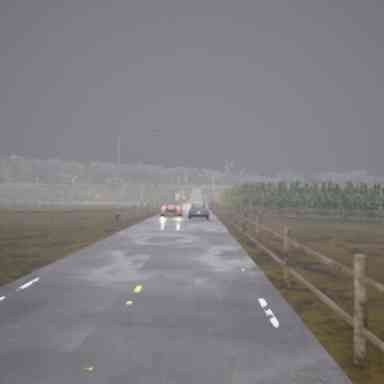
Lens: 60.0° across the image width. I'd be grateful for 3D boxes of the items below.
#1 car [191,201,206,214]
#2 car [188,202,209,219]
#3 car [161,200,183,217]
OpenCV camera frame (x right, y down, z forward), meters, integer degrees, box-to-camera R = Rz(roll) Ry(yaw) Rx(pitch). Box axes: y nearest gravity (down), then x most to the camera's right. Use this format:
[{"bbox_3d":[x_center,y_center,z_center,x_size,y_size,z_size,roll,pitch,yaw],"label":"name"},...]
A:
[{"bbox_3d":[0.815,1.971,42.880,1.812,1.442,4.674,0,-1,2],"label":"car"},{"bbox_3d":[0.642,1.836,31.792,1.994,1.385,4.181,0,-1,2],"label":"car"},{"bbox_3d":[-2.088,1.665,35.705,2.097,1.767,4.553,0,-1,1],"label":"car"}]
